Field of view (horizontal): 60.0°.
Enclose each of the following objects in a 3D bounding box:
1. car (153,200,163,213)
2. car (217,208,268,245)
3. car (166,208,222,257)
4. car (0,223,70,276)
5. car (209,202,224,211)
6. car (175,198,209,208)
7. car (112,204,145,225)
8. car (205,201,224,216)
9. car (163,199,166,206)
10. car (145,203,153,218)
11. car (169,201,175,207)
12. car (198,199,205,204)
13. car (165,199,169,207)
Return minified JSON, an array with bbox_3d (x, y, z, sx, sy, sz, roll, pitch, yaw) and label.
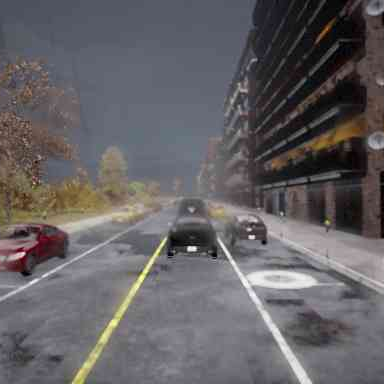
[{"bbox_3d":[-5.310,2.053,43.954,1.802,1.307,4.206,1,-1,0],"label":"car"},{"bbox_3d":[2.573,1.728,16.470,2.008,1.369,4.403,1,-1,0],"label":"car"},{"bbox_3d":[0.015,1.653,13.512,1.837,1.490,4.892,0,0,0],"label":"car"},{"bbox_3d":[-5.307,1.698,10.738,1.802,1.307,4.206,1,-1,0],"label":"car"},{"bbox_3d":[2.572,1.882,33.274,1.752,1.417,4.829,1,-1,0],"label":"car"},{"bbox_3d":[0.005,1.521,27.618,2.150,2.045,5.566,0,0,0],"label":"car"},{"bbox_3d":[-5.308,1.817,27.177,1.752,1.417,4.829,1,-1,0],"label":"car"},{"bbox_3d":[2.572,1.854,38.649,1.967,1.590,4.097,1,-1,0],"label":"car"},{"bbox_3d":[-5.311,2.112,49.490,1.802,1.307,4.206,1,-1,0],"label":"car"},{"bbox_3d":[-5.309,1.876,32.713,1.752,1.417,4.829,1,-1,0],"label":"car"},{"bbox_3d":[-2.765,2.243,64.991,2.033,1.411,5.357,0,-1,0],"label":"car"},{"bbox_3d":[2.566,2.531,88.549,1.802,1.307,4.206,1,-1,0],"label":"car"},{"bbox_3d":[-5.311,2.148,66.099,1.967,1.590,4.097,1,-1,0],"label":"car"}]
